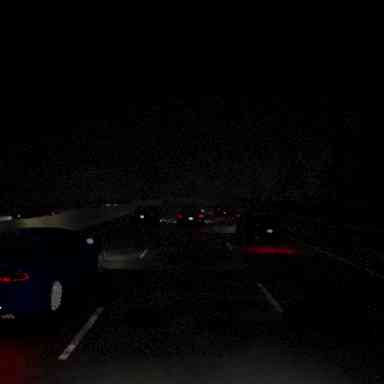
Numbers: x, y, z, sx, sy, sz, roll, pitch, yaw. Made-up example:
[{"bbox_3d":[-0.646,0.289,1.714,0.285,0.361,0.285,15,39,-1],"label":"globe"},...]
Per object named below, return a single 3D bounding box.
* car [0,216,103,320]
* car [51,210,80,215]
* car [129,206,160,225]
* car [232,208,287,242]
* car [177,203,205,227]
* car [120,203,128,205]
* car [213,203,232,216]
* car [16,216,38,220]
[{"bbox_3d":[-3.470,1.543,7.610,1.882,1.535,5.008,0,0,0],"label":"car"},{"bbox_3d":[-10.822,1.771,29.485,1.812,1.442,4.674,0,0,0],"label":"car"},{"bbox_3d":[-3.596,1.772,25.881,1.994,1.385,4.181,0,0,0],"label":"car"},{"bbox_3d":[3.470,1.611,17.346,1.882,1.535,5.008,0,0,0],"label":"car"},{"bbox_3d":[-0.091,1.756,24.183,1.994,1.385,4.181,0,0,0],"label":"car"},{"bbox_3d":[-14.544,2.108,69.995,2.033,1.411,5.357,0,0,0],"label":"car"},{"bbox_3d":[3.323,1.883,36.263,1.895,1.301,4.718,0,0,0],"label":"car"},{"bbox_3d":[-14.325,1.745,29.942,2.128,1.511,4.902,0,0,0],"label":"car"}]
